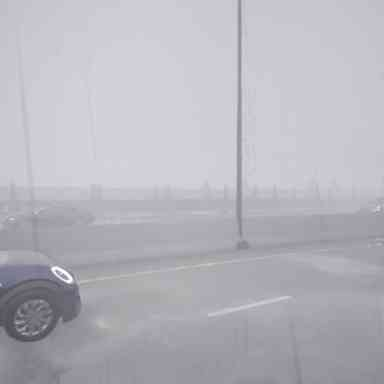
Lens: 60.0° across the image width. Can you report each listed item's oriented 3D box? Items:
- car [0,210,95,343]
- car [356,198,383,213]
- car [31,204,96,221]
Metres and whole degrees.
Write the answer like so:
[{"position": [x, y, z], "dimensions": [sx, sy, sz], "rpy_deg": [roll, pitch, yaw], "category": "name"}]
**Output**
[{"position": [-4.073, 1.333, 4.941], "dimensions": [4.553, 1.767, 2.097], "rpy_deg": [0, 0, -35], "category": "car"}, {"position": [15.932, 1.309, 27.742], "dimensions": [4.553, 1.767, 2.097], "rpy_deg": [0, 0, -25], "category": "car"}, {"position": [-8.123, 1.432, 19.233], "dimensions": [4.902, 1.511, 2.128], "rpy_deg": [0, 0, -32], "category": "car"}]
